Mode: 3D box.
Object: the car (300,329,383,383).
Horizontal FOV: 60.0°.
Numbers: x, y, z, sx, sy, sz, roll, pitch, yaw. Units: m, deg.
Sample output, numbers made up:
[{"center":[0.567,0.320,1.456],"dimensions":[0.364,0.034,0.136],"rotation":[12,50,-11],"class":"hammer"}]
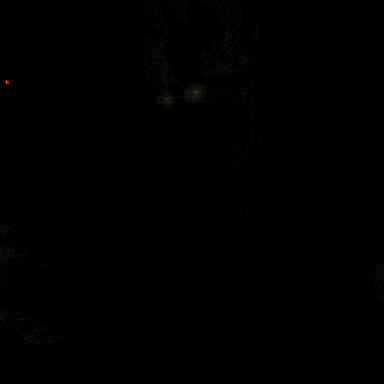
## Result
[{"center":[2.738,1.315,0.853],"dimensions":[5.009,1.841,2.192],"rotation":[0,0,36],"class":"car"}]
